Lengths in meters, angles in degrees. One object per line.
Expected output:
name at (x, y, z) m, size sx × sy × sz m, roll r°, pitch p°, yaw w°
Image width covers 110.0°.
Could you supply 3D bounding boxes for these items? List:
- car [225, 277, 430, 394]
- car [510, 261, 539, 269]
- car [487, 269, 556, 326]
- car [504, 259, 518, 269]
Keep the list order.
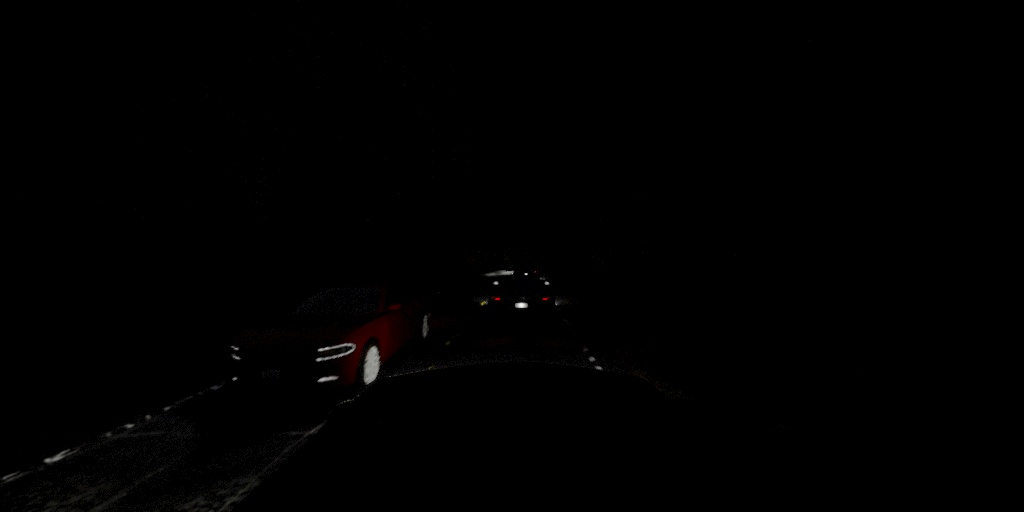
car at (-3.004, 1.219, 7.034) m, size 1.882 × 1.535 × 5.008 m, roll 0°, pitch 0°, yaw 1°
car at (1.193, 1.292, 28.250) m, size 1.994 × 1.385 × 4.181 m, roll 0°, pitch 0°, yaw 4°
car at (0.308, 1.306, 11.711) m, size 1.994 × 1.385 × 4.181 m, roll 0°, pitch 0°, yaw 2°
car at (0.088, 1.197, 48.412) m, size 2.128 × 1.511 × 4.902 m, roll 0°, pitch 0°, yaw 8°
